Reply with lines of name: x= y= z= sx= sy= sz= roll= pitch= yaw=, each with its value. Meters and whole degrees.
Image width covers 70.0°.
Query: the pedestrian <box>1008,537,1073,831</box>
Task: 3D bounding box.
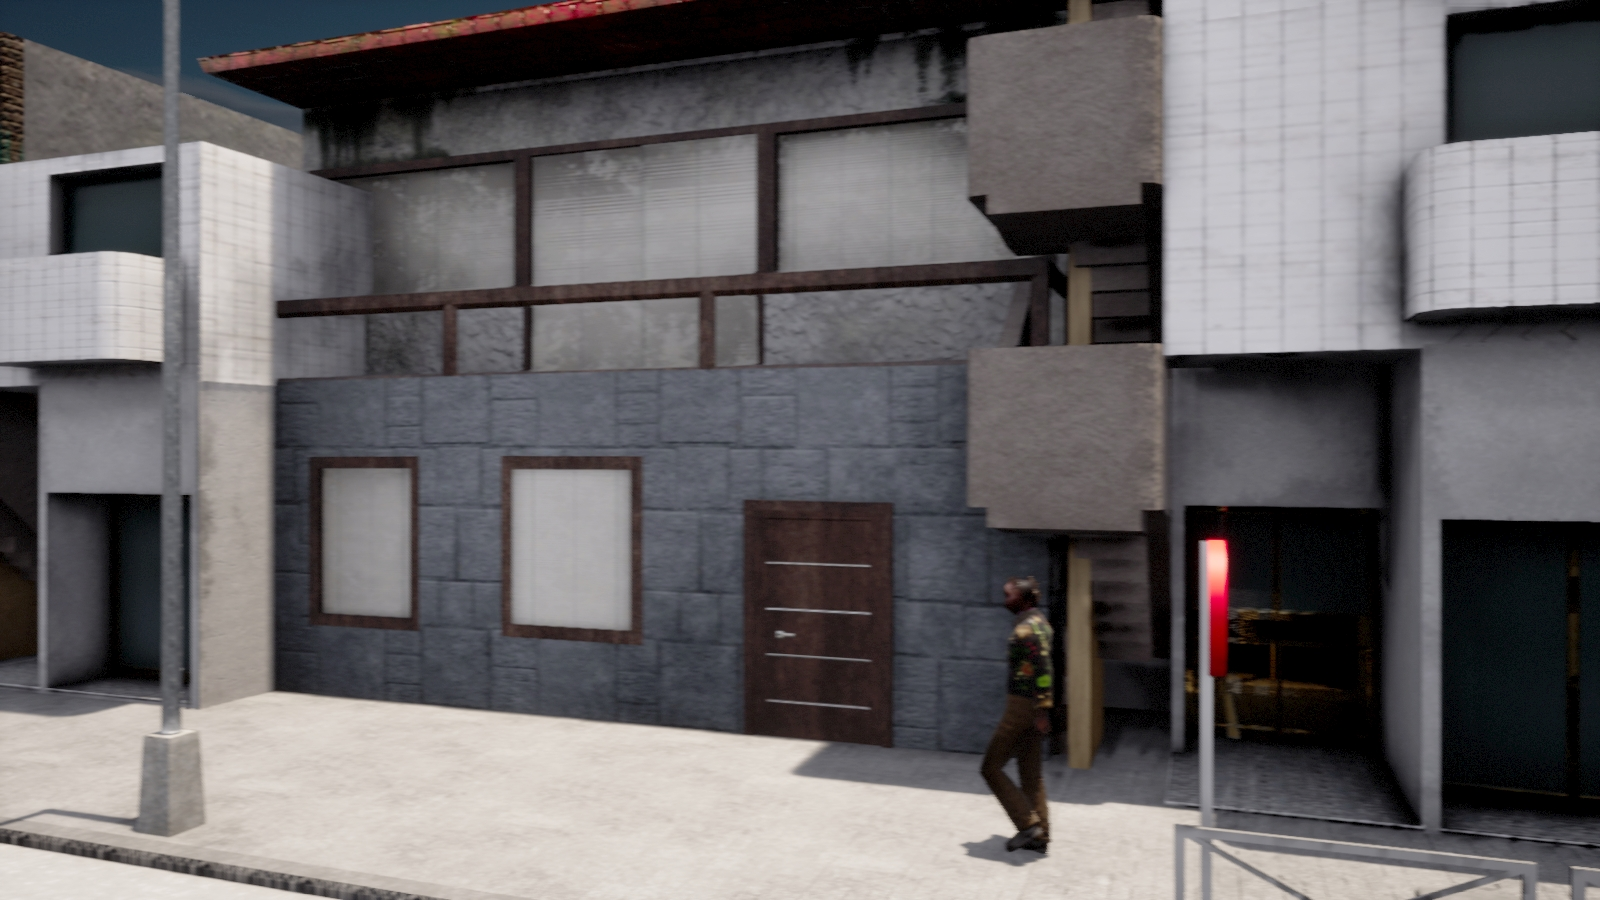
pedestrian: x=1.600 y=1.524 z=7.602 sx=0.375 sy=1.860 sz=0.375 roll=0 pitch=0 yaw=20
